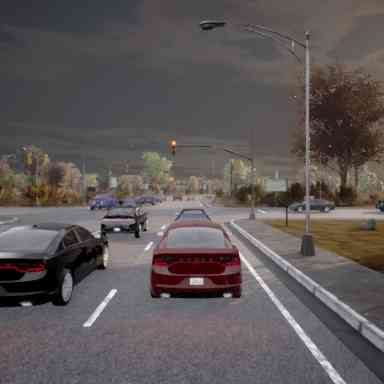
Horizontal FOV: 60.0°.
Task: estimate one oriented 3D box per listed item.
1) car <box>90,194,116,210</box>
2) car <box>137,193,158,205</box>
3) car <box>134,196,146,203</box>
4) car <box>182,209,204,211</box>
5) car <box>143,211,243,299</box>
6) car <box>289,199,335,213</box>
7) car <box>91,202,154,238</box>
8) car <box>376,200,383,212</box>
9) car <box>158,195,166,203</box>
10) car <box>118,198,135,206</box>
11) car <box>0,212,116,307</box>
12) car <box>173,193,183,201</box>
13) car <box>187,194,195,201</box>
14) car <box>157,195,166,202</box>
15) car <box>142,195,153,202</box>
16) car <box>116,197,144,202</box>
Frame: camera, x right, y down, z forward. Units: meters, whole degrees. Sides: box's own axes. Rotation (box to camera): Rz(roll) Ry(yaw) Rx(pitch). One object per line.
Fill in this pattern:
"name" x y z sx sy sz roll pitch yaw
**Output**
"car" -10.719 1.222 40.614 2.150 2.045 5.566 0 0 0
"car" -7.253 1.221 54.541 2.150 2.045 5.566 0 0 -1
"car" -10.705 1.504 68.728 1.837 1.490 4.892 0 0 0
"car" 0.051 1.564 17.531 1.994 1.385 4.181 0 0 0
"car" 0.077 1.478 8.542 1.882 1.535 5.008 0 0 0
"car" 13.272 1.505 36.935 4.892 1.490 1.837 0 0 3
"car" -3.443 1.492 17.552 2.128 1.511 4.902 0 0 -1
"car" 23.269 1.212 36.422 5.566 2.045 2.150 0 0 3
"car" -7.207 1.351 69.056 2.097 1.767 4.553 0 0 0
"car" -10.750 1.601 55.002 1.895 1.301 4.718 0 0 0
"car" -3.421 1.478 8.065 1.882 1.535 5.008 0 0 0
"car" -3.751 1.218 85.368 2.150 2.045 5.566 0 0 0
"car" -0.252 1.348 85.735 2.097 1.767 4.553 0 0 0
"car" -7.237 1.524 79.311 1.812 1.442 4.674 0 0 0
"car" -10.739 1.478 80.144 1.882 1.535 5.008 0 0 0
"car" -7.213 1.564 39.202 1.994 1.385 4.181 0 0 0
